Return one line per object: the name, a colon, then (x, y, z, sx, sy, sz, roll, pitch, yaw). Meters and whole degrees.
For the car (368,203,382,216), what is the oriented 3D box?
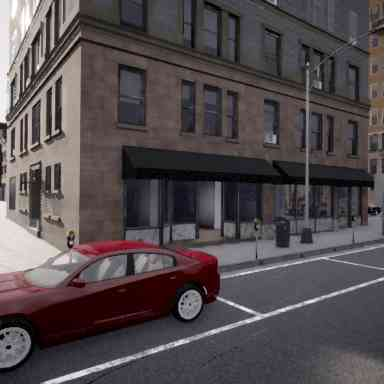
car: (14.477, 1.444, 30.170, 1.895, 1.301, 4.718, 1, 0, -35)

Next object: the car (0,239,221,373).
car: (-1.564, 1.545, 5.638, 4.507, 1.381, 1.887, 0, 1, -35)

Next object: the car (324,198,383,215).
car: (16.242, 1.411, 33.322, 2.033, 1.411, 5.357, 1, 0, -35)
